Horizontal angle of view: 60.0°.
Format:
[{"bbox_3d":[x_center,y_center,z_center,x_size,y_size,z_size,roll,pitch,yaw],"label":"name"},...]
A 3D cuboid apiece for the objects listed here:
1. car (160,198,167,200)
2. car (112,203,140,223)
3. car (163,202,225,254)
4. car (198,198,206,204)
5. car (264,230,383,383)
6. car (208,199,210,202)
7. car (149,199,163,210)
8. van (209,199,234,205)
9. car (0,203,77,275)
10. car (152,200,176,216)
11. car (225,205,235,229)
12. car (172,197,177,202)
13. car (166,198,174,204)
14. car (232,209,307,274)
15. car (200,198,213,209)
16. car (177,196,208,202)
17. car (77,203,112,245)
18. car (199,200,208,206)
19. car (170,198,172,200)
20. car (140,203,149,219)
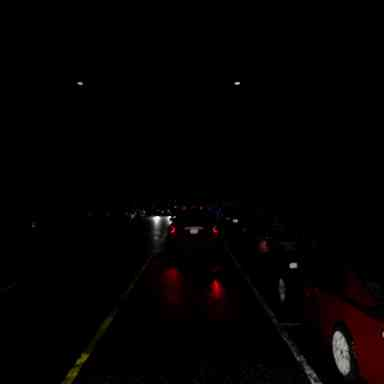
[{"bbox_3d":[-5.907,2.265,61.601,1.752,1.417,4.829,0,-1,0],"label":"car"},{"bbox_3d":[-5.880,1.749,27.937,1.967,1.590,4.097,0,-1,0],"label":"car"},{"bbox_3d":[0.079,1.508,14.467,2.097,1.767,4.553,0,-1,0],"label":"car"},{"bbox_3d":[2.599,2.511,89.954,1.967,1.590,4.097,0,-1,0],"label":"car"},{"bbox_3d":[2.663,1.604,5.373,1.887,1.381,4.507,0,-1,0],"label":"car"},{"bbox_3d":[2.633,2.049,45.050,1.752,1.417,4.829,0,-1,1],"label":"car"},{"bbox_3d":[-5.905,2.117,50.289,1.752,1.417,4.829,0,-1,1],"label":"car"},{"bbox_3d":[2.645,1.649,27.930,1.690,1.788,3.998,0,-1,0],"label":"van"},{"bbox_3d":[-5.867,1.435,11.021,2.192,1.841,5.009,0,-1,0],"label":"car"},{"bbox_3d":[-3.125,1.935,37.880,1.837,1.490,4.892,0,-1,0],"label":"car"},{"bbox_3d":[2.650,1.808,22.288,1.947,1.339,4.313,0,-1,0],"label":"car"},{"bbox_3d":[-3.060,2.185,78.432,1.882,1.535,5.008,0,-1,0],"label":"car"},{"bbox_3d":[-5.927,2.512,89.972,1.967,1.590,4.097,0,-1,0],"label":"car"},{"bbox_3d":[2.659,1.559,11.012,1.967,1.590,4.097,0,-1,0],"label":"car"},{"bbox_3d":[2.619,2.056,61.760,2.192,1.841,5.009,0,-1,0],"label":"car"},{"bbox_3d":[0.071,1.559,30.401,2.150,2.045,5.566,0,-1,0],"label":"car"},{"bbox_3d":[-5.871,1.496,16.660,2.192,1.841,5.009,0,-1,0],"label":"car"},{"bbox_3d":[2.608,2.496,78.675,2.008,1.369,4.403,0,-1,0],"label":"car"},{"bbox_3d":[-5.922,2.591,84.330,1.802,1.307,4.206,0,-1,0],"label":"car"},{"bbox_3d":[-5.884,1.817,33.575,1.967,1.590,4.097,0,-1,0],"label":"car"}]
